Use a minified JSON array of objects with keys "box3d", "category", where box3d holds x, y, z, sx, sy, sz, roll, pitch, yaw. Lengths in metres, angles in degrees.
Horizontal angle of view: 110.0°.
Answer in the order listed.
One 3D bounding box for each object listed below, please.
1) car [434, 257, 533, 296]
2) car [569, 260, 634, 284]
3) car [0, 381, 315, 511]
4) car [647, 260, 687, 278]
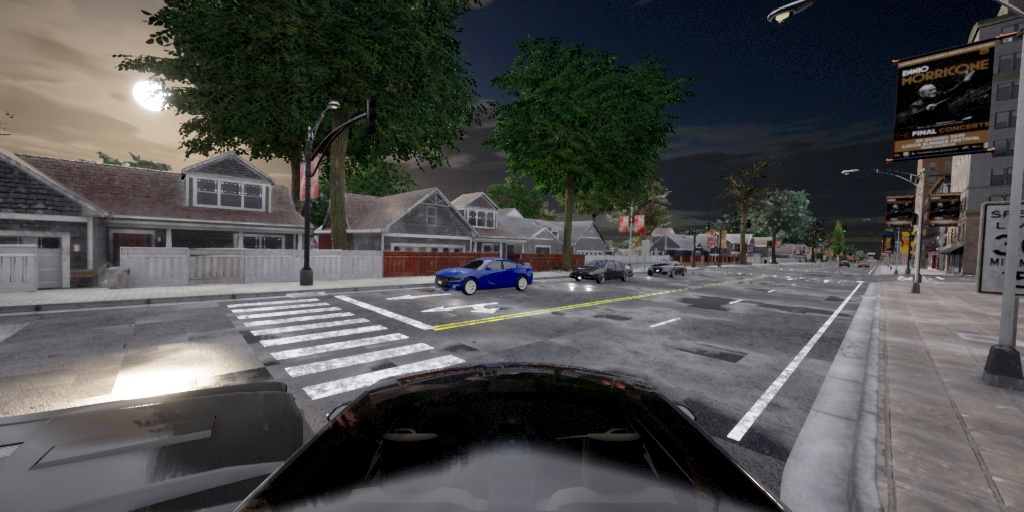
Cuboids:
[{"box3d":[-1.159,0.825,16.437,5.008,1.535,1.882,0,2,-44],"category":"car"},{"box3d":[5.986,0.944,23.378,5.357,1.411,2.033,0,2,-44],"category":"car"},{"box3d":[-3.308,1.294,1.244,4.718,1.301,1.895,1,2,-34],"category":"car"},{"box3d":[13.163,1.014,30.321,4.181,1.385,1.994,0,2,-45],"category":"car"}]
